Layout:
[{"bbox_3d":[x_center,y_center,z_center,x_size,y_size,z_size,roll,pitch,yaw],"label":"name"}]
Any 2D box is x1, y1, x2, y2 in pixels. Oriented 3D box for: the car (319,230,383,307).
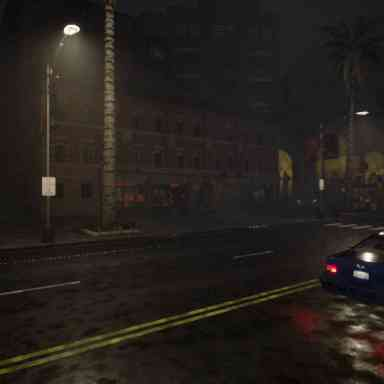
[{"bbox_3d":[5.104,1.547,7.481,5.357,1.411,2.033,0,0,-36],"label":"car"}]
